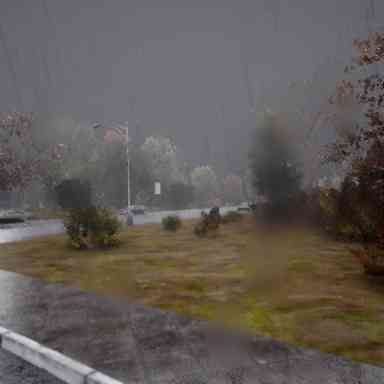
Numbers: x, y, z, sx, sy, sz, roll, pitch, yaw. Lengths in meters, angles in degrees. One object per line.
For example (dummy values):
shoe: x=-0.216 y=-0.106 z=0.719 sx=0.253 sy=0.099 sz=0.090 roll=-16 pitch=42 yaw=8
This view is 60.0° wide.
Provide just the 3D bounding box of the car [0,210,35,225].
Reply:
car: x=-17.125 y=2.439 z=30.861 sx=2.128 sy=1.511 sz=4.902 roll=-3 pitch=-2 yaw=33

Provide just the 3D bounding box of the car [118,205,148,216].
car: x=-7.992 y=2.513 z=45.100 sx=1.837 sy=1.490 sz=4.892 roll=-3 pitch=-2 yaw=32

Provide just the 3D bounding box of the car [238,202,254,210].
car: x=8.660 y=2.214 z=51.466 sx=1.994 sy=1.385 sz=4.181 roll=-3 pitch=-2 yaw=32
